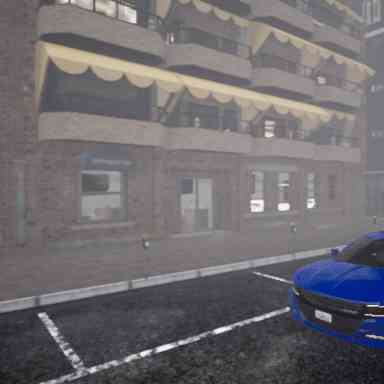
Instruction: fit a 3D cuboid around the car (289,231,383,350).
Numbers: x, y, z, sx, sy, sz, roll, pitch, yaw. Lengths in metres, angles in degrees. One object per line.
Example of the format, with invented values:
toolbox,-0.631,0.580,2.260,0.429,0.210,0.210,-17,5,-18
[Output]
car,3.893,1.502,6.149,5.008,1.535,1.882,1,0,-35
